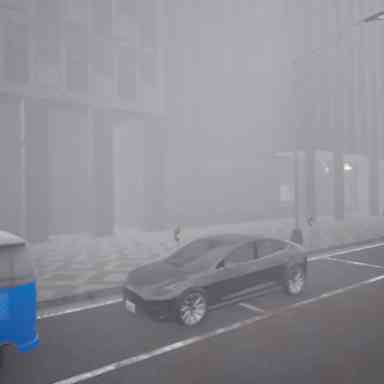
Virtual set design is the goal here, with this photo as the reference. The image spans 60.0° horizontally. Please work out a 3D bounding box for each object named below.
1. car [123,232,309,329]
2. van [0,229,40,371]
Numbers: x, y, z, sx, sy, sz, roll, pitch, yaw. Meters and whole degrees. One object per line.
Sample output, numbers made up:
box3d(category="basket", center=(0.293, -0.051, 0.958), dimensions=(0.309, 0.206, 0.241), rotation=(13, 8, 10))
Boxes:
box3d(category="car", center=(0.698, 1.587, 7.045), dimensions=(4.313, 1.339, 1.947), rotation=(-1, 0, -36))
box3d(category="van", center=(-3.877, 1.420, 3.744), dimensions=(3.998, 1.788, 1.690), rotation=(-1, 0, -36))
